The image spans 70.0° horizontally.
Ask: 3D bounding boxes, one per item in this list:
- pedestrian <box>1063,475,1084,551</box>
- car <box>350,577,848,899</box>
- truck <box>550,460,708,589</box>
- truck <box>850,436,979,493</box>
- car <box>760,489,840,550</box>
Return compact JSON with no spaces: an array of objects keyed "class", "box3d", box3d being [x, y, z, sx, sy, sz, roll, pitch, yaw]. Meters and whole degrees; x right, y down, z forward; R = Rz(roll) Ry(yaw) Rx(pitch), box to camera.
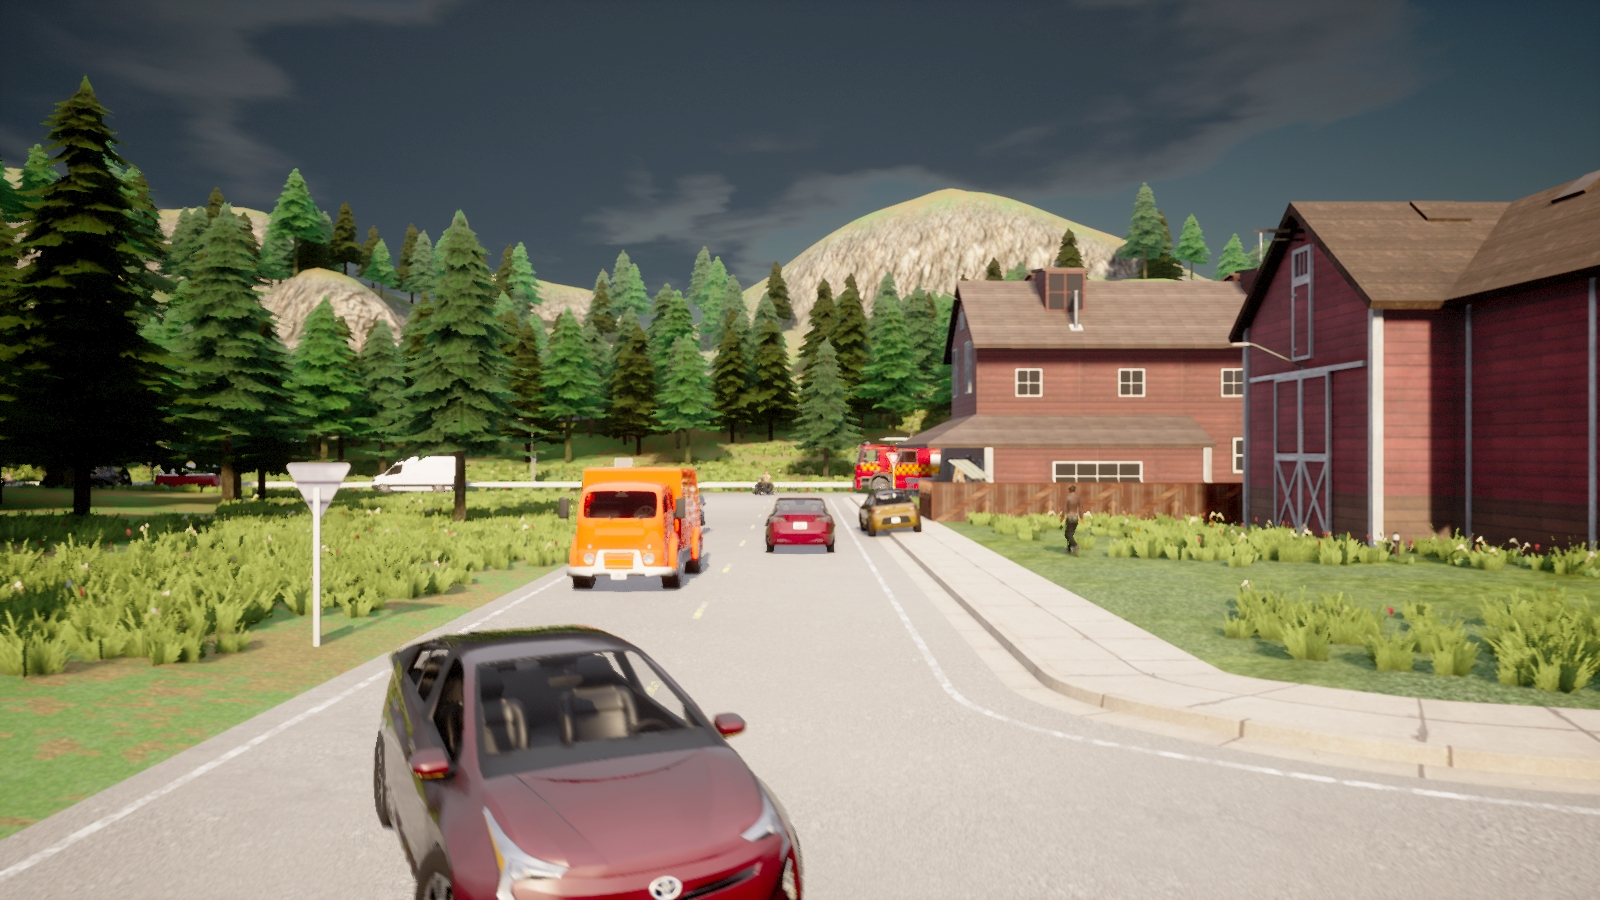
[{"class":"pedestrian","box3d":[6.856,1.568,28.611,0.375,1.860,0.375,0,0,-15]},{"class":"car","box3d":[-1.673,1.874,7.590,2.007,1.525,4.514,-1,0,-27]},{"class":"truck","box3d":[-3.497,1.455,24.619,2.627,2.467,5.204,0,0,0]},{"class":"truck","box3d":[7.682,0.963,77.353,8.468,3.827,2.891,0,0,0]},{"class":"car","box3d":[0.004,1.953,33.252,2.163,1.488,4.792,0,0,0]}]
